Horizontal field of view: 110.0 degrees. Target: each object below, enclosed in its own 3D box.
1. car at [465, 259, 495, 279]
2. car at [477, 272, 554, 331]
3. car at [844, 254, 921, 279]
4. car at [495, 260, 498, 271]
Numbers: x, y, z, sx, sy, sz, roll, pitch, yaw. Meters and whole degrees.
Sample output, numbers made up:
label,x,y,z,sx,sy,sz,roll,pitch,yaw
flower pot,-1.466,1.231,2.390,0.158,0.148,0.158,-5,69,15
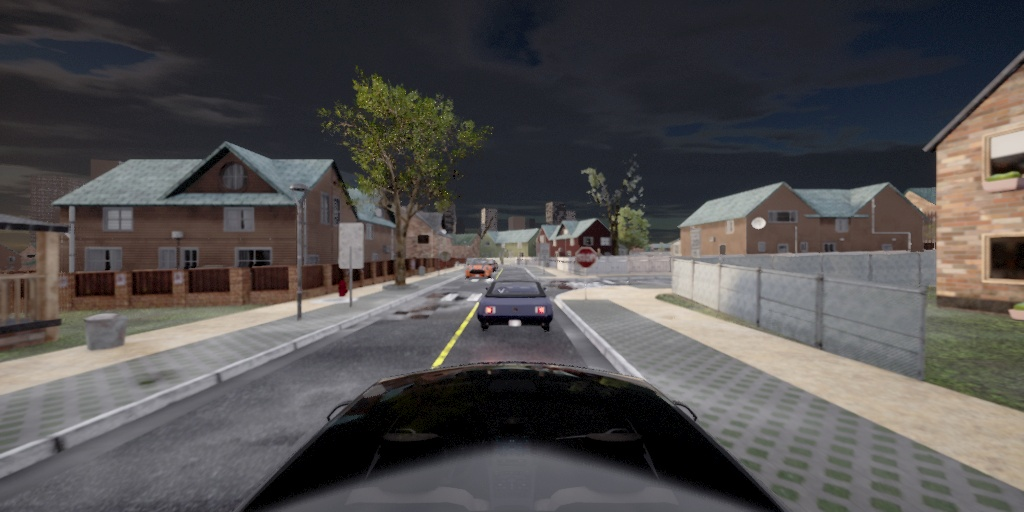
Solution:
label,x,y,z,sx,sy,sz,roll,pitch,yaw
car,-2.850,1.036,31.574,2.097,1.767,4.553,0,0,0
car,0.131,1.333,10.886,1.895,1.301,4.718,0,0,1
car,22.808,0.636,21.947,4.892,1.490,1.837,-1,0,-2
car,-2.878,1.180,43.500,1.812,1.442,4.674,0,0,0
